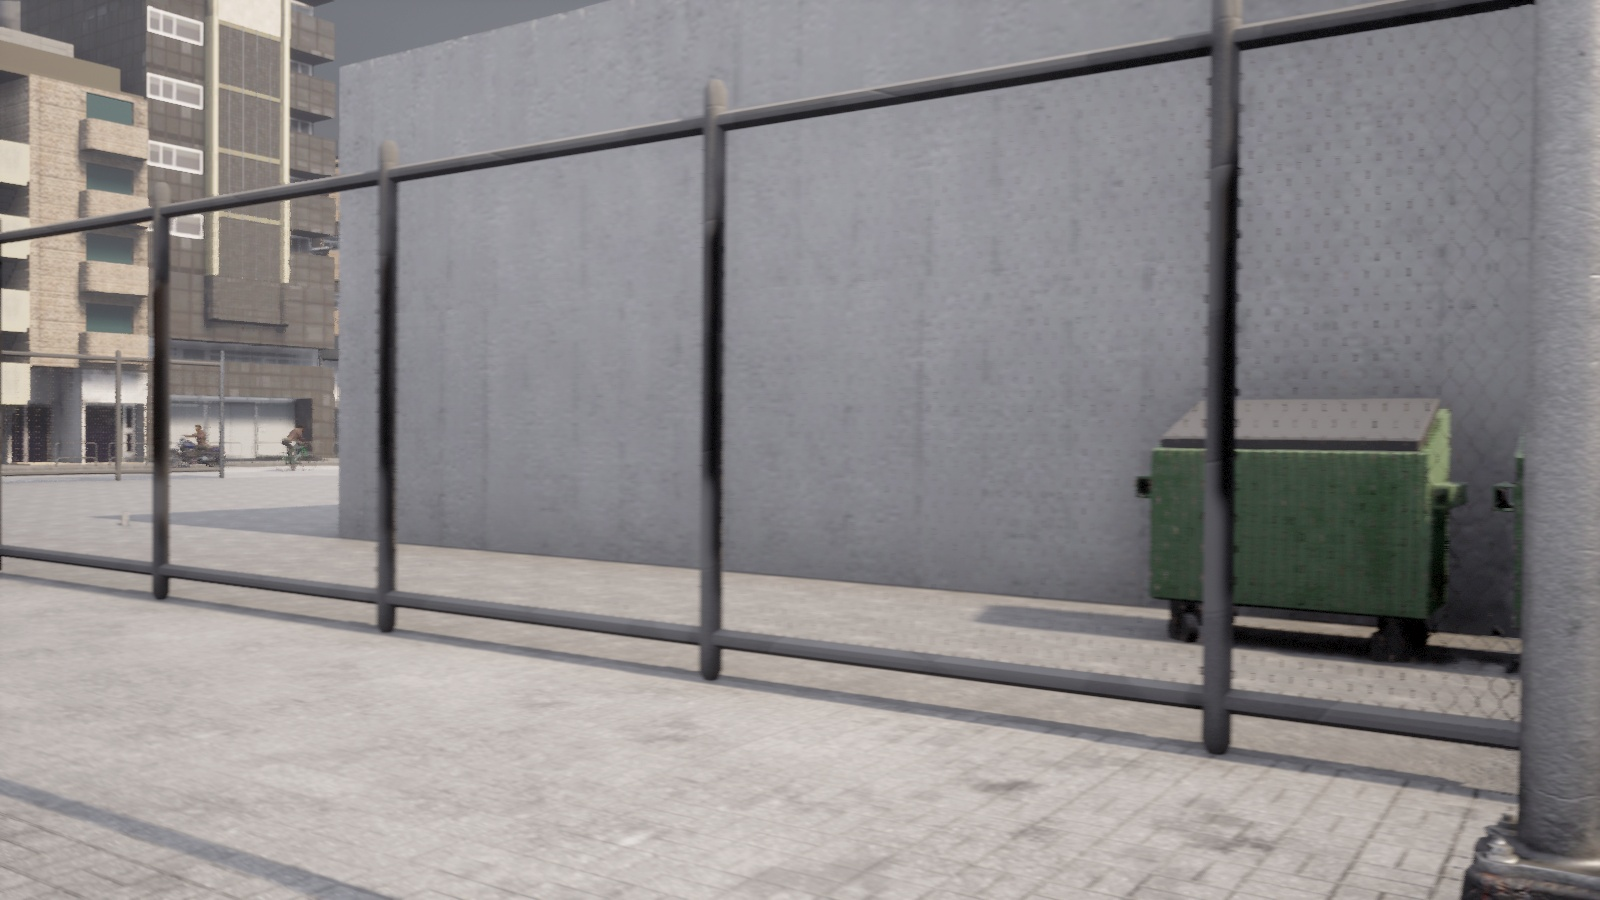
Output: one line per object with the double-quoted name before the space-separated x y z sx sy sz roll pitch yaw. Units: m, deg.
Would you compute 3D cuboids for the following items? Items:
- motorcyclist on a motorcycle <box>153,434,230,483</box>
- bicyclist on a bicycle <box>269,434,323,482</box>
"motorcyclist on a motorcycle" -21.219 0.275 43.828 0.766 1.649 2.350 0 1 33
"bicyclist on a bicycle" -17.148 0.256 42.749 0.582 1.620 1.656 0 1 34
